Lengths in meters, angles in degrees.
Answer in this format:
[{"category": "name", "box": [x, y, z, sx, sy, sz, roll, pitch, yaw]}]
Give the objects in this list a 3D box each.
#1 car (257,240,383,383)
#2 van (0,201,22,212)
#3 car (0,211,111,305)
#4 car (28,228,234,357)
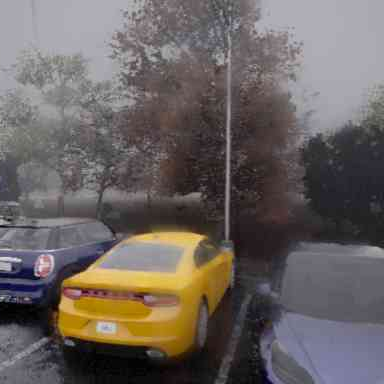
[{"category": "car", "box": [2.039, 1.518, 4.616, 2.163, 1.488, 4.792, 0, -1, 15]}, {"category": "van", "box": [-7.674, 1.322, 11.567, 1.878, 1.987, 4.442, 0, -1, 14]}, {"category": "car", "box": [-2.826, 1.390, 8.039, 2.185, 1.767, 4.553, 0, -1, 15]}, {"category": "car", "box": [-0.384, 1.502, 6.357, 2.097, 1.535, 5.008, 0, -1, 15]}]
